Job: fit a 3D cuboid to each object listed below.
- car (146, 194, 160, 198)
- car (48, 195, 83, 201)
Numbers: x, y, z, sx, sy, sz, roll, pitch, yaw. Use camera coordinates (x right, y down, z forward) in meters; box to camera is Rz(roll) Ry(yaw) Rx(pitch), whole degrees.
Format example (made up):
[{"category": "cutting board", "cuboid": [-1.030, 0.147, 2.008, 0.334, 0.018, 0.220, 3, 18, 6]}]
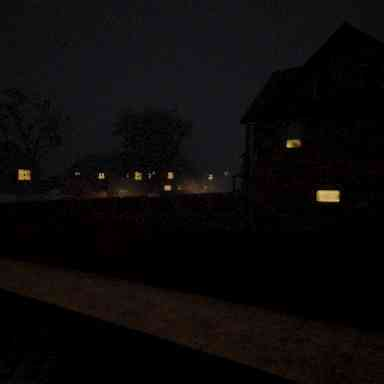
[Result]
[{"category": "car", "cuboid": [-5.310, 0.911, 43.298, 1.895, 1.301, 4.718, 1, 2, 37]}, {"category": "car", "cuboid": [-12.932, 1.089, 33.020, 1.882, 1.535, 5.008, 1, 2, 36]}]
